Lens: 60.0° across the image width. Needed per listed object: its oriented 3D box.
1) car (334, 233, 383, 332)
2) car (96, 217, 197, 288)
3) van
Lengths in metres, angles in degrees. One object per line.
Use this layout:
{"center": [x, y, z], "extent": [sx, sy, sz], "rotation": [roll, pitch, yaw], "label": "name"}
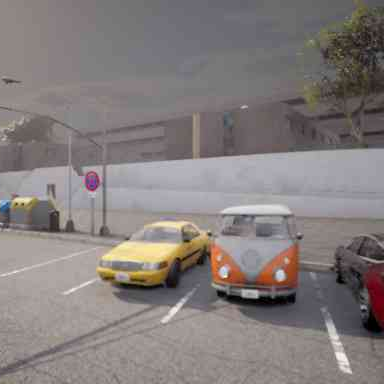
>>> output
{"center": [4.109, 1.525, 6.585], "extent": [2.163, 1.488, 4.792], "rotation": [-1, -1, 15], "label": "car"}
{"center": [-0.801, 1.561, 9.835], "extent": [1.946, 1.575, 5.366], "rotation": [0, -1, 15], "label": "car"}
{"center": [1.646, 1.303, 8.176], "extent": [1.878, 1.987, 4.442], "rotation": [0, -1, 15], "label": "van"}
